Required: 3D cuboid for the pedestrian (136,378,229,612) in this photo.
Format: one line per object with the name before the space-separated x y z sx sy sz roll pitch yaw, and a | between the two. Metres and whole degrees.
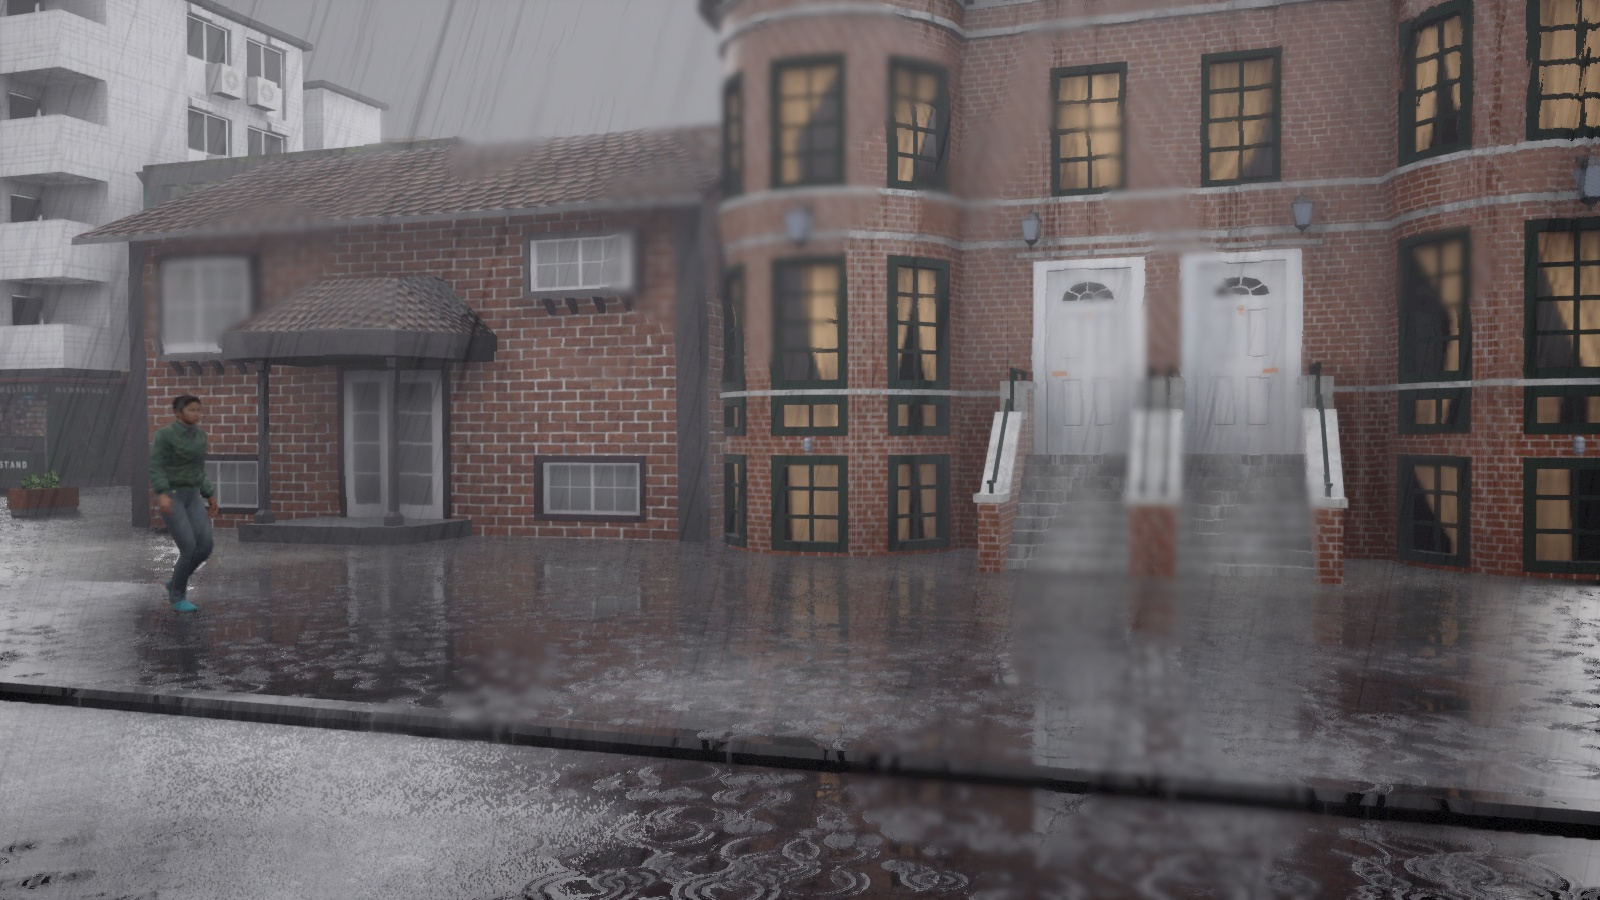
pedestrian | -5.012 0.351 10.196 0.614 1.847 0.353 1 1 22
